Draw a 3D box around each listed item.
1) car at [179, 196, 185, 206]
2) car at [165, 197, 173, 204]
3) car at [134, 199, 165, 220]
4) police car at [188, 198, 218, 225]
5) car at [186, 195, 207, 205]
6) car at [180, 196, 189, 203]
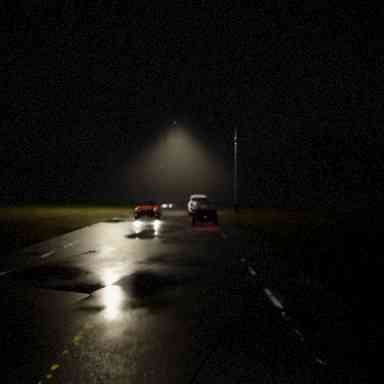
[{"bbox_3d":[-1.095,1.862,60.309,1.994,1.385,4.181,0,0,-2],"label":"car"},{"bbox_3d":[-5.079,1.880,71.207,2.128,1.511,4.902,0,0,-3],"label":"car"},{"bbox_3d":[-3.825,1.466,29.573,2.097,1.767,4.553,0,0,-1],"label":"car"},{"bbox_3d":[0.892,1.541,25.635,1.930,1.638,5.238,0,0,-1],"label":"police car"},{"bbox_3d":[0.710,1.393,35.581,2.150,2.045,5.566,0,0,-1],"label":"car"},{"bbox_3d":[-1.819,1.777,76.792,1.837,1.490,4.892,0,0,-3],"label":"car"}]
